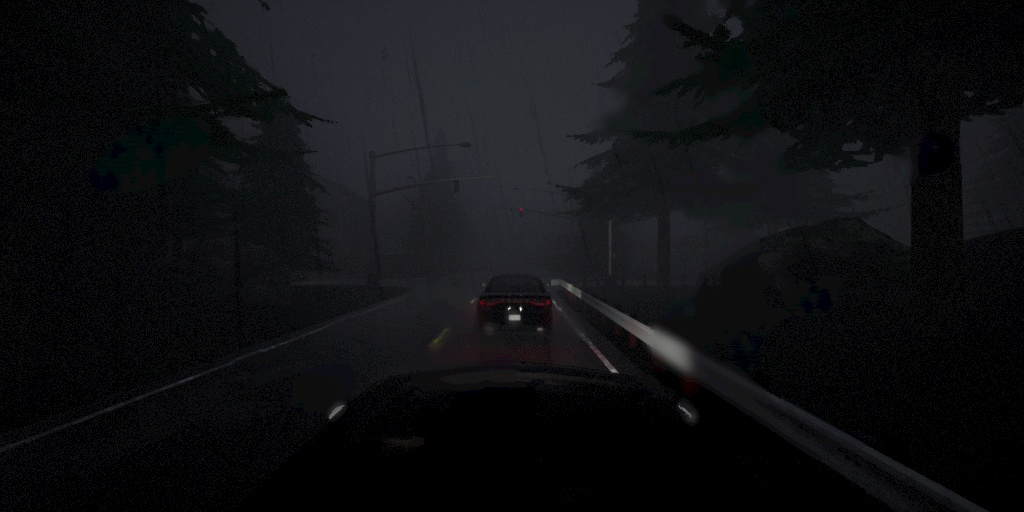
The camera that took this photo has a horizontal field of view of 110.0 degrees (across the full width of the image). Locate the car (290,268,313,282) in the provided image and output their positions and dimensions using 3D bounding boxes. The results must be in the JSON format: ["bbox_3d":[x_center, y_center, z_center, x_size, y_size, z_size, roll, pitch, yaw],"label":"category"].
[{"bbox_3d":[-17.422,1.291,26.310,4.181,1.385,1.994,0,0,1],"label":"car"}]

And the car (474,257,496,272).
[{"bbox_3d":[-3.352,1.214,45.124,1.882,1.535,5.008,0,0,0],"label":"car"}]

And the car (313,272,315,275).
[{"bbox_3d":[-19.101,1.252,30.072,4.674,1.442,1.812,0,0,1],"label":"car"}]

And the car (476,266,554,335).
[{"bbox_3d":[0.103,1.225,10.494,1.882,1.535,5.008,0,0,1],"label":"car"}]
